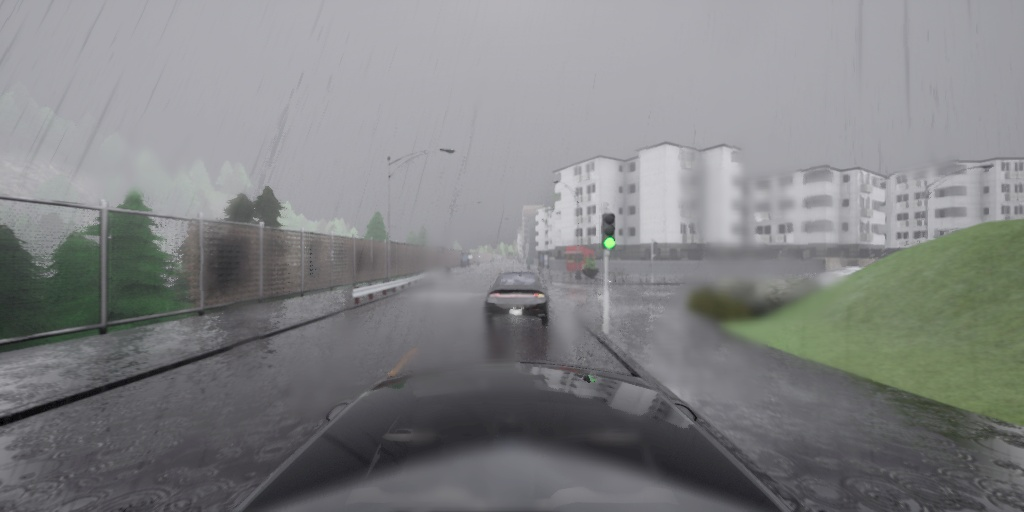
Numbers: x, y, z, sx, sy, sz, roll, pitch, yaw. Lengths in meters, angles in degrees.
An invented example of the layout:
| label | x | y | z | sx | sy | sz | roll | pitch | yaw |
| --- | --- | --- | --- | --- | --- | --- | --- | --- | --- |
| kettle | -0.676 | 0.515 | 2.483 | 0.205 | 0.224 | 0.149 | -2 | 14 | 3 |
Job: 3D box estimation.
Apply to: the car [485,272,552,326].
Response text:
| label | x | y | z | sx | sy | sz | roll | pitch | yaw |
| --- | --- | --- | --- | --- | --- | --- | --- | --- | --- |
| car | 0.278 | 1.262 | 11.769 | 2.128 | 1.511 | 4.902 | 0 | 0 | 4 |

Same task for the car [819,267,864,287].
| label | x | y | z | sx | sy | sz | roll | pitch | yaw |
| --- | --- | --- | --- | --- | --- | --- | --- | --- | --- |
| car | 19.609 | 1.312 | 19.702 | 4.674 | 1.442 | 1.812 | 0 | 0 | 0 |
